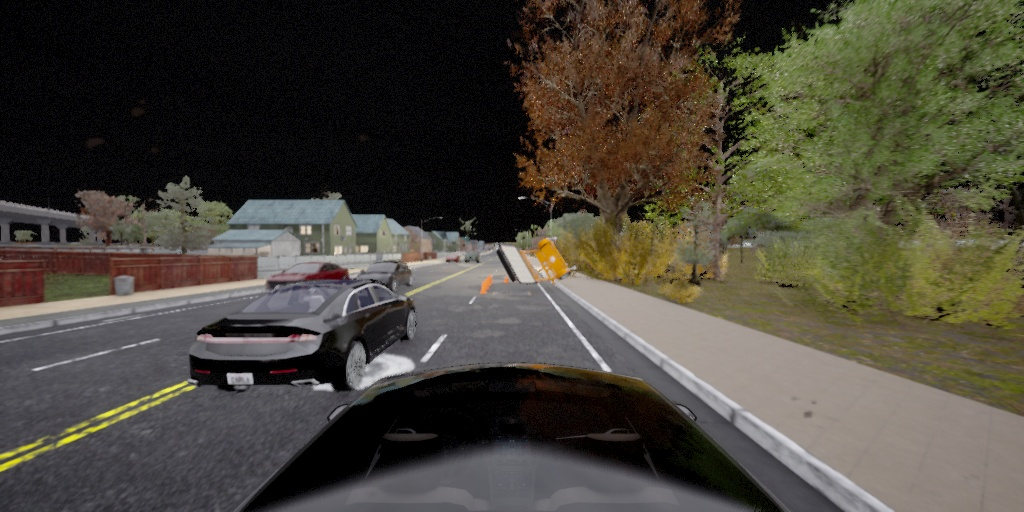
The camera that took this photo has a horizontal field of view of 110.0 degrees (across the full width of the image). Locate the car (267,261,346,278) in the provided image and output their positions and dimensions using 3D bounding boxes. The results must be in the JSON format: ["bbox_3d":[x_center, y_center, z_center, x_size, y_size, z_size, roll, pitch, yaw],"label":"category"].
[{"bbox_3d":[-9.847,1.018,17.674,1.882,1.535,5.008,0,1,0],"label":"car"}]

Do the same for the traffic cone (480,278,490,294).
[{"bbox_3d":[-1.381,1.502,17.288,0.340,0.580,0.340,0,0,0],"label":"traffic cone"}]

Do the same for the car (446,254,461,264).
[{"bbox_3d":[-9.793,0.432,59.832,1.882,1.535,5.008,0,1,1],"label":"car"}]

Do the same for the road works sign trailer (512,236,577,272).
[{"bbox_3d":[1.983,-1.119,19.667,2.880,3.560,2.380,0,0,-43],"label":"road works sign trailer"}]

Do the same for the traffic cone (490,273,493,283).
[{"bbox_3d":[-1.381,1.449,21.288,0.340,0.580,0.340,0,0,0],"label":"traffic cone"}]

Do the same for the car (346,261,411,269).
[{"bbox_3d":[-6.597,1.029,18.931,1.837,1.490,4.892,0,1,0],"label":"car"}]

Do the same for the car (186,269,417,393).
[{"bbox_3d":[-3.149,1.178,6.577,2.128,1.511,4.902,0,1,0],"label":"car"}]

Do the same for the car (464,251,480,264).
[{"bbox_3d":[-6.539,0.180,59.786,2.150,2.045,5.566,0,1,1],"label":"car"}]

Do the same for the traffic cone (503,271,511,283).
[{"bbox_3d":[-0.381,1.423,23.288,0.340,0.580,0.340,0,0,0],"label":"traffic cone"}]

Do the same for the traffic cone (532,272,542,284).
[{"bbox_3d":[1.619,1.423,23.287,0.340,0.580,0.340,0,0,0],"label":"traffic cone"}]

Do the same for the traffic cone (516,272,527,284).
[{"bbox_3d":[0.618,1.423,23.288,0.340,0.580,0.340,0,0,0],"label":"traffic cone"}]

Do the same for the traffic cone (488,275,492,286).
[{"bbox_3d":[-1.381,1.475,19.288,0.340,0.580,0.340,0,0,0],"label":"traffic cone"}]
